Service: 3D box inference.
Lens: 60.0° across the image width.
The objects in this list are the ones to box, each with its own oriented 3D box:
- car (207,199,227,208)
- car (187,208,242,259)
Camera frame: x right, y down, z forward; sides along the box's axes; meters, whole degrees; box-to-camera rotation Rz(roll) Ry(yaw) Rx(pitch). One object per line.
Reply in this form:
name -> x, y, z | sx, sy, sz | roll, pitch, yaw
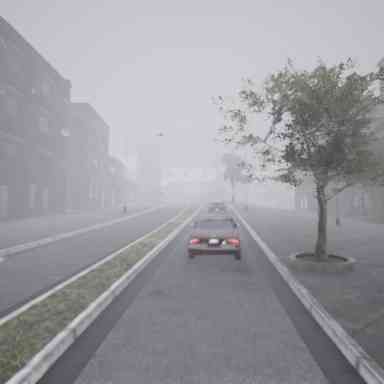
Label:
car -> 2.686, 1.481, 35.439 | 1.837, 1.490, 4.892 | 0, 0, 4
car -> 0.859, 1.546, 12.647 | 2.033, 1.411, 5.357 | 0, 0, 4
